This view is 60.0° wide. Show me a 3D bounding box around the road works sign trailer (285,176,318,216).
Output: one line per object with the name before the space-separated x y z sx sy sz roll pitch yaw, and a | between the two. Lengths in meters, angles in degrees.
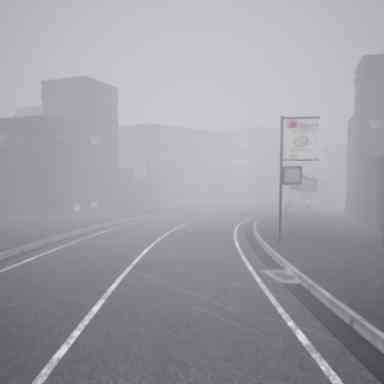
road works sign trailer | 10.169 0.308 30.891 2.380 3.560 2.880 11 -4 18

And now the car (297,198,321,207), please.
car | 19.257 1.689 54.333 4.674 1.442 1.812 2 3 -35

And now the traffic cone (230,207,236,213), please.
traffic cone | 4.048 1.859 34.396 0.340 0.580 0.340 2 1 23

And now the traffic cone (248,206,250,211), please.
traffic cone | 6.503 1.902 37.699 0.340 0.580 0.340 3 1 23
